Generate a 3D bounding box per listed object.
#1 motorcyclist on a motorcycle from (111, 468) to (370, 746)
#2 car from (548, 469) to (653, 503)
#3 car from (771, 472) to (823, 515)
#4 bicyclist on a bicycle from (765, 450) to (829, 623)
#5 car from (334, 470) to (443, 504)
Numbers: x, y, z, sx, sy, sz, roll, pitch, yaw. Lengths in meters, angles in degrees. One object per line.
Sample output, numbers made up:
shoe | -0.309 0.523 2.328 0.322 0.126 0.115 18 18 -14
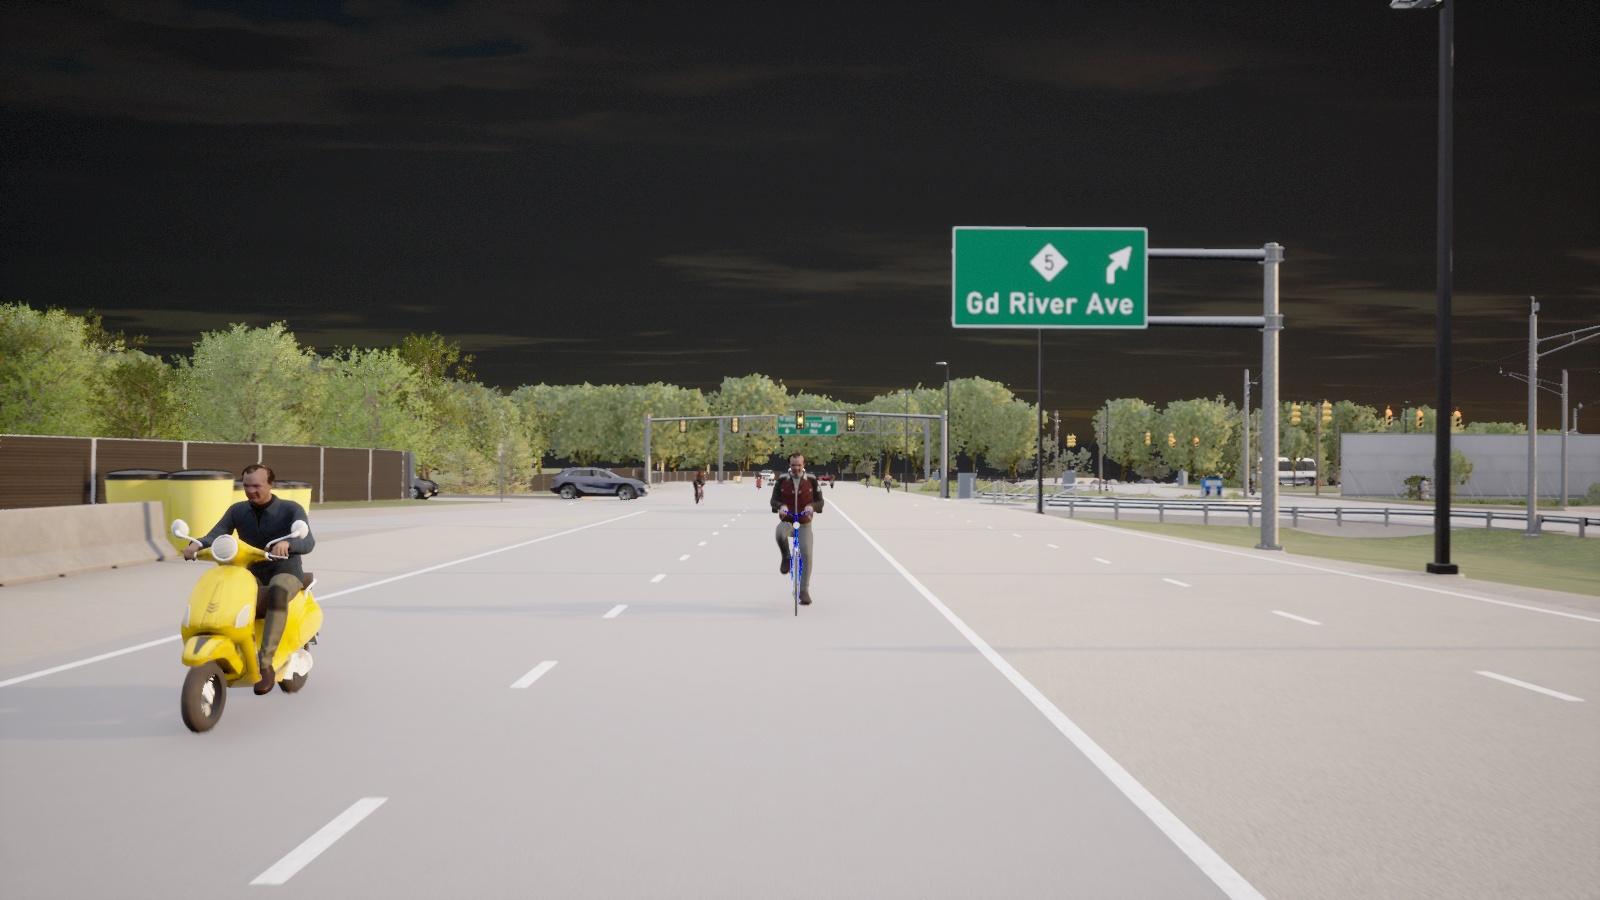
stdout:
motorcyclist on a motorcycle | -3.519 0.915 8.114 0.866 1.590 1.817 0 -1 0
car | -9.923 1.764 62.775 4.856 1.649 2.033 0 -1 4
car | -0.091 1.578 46.883 1.837 1.490 4.892 0 -1 0
bicyclist on a bicycle | -0.033 0.912 13.896 0.659 1.776 1.843 0 -1 0
car | -19.430 1.746 59.422 4.514 1.525 2.007 0 0 -1
